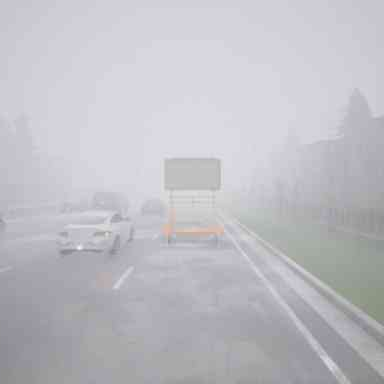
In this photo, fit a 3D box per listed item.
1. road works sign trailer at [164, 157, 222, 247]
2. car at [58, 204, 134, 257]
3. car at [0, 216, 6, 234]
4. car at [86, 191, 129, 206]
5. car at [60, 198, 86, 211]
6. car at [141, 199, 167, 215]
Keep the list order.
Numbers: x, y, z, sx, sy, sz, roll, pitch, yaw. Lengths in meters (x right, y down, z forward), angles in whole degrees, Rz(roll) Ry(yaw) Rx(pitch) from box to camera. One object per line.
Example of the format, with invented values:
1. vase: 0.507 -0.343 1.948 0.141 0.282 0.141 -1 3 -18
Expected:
1. road works sign trailer: 0.035 0.317 14.209 2.380 3.560 2.880 0 1 0
2. car: -3.382 1.403 12.313 1.812 1.442 4.674 0 1 0
3. car: -10.375 1.386 15.013 1.812 1.442 4.674 0 1 0
4. car: -6.837 0.941 28.203 2.150 2.045 5.566 0 1 0
5. car: -10.345 1.232 30.012 1.812 1.442 4.674 0 1 0
6. car: -3.332 1.263 29.643 1.994 1.385 4.181 0 1 0
